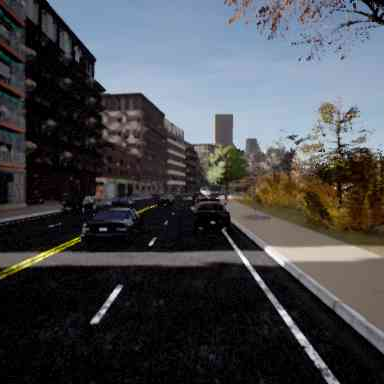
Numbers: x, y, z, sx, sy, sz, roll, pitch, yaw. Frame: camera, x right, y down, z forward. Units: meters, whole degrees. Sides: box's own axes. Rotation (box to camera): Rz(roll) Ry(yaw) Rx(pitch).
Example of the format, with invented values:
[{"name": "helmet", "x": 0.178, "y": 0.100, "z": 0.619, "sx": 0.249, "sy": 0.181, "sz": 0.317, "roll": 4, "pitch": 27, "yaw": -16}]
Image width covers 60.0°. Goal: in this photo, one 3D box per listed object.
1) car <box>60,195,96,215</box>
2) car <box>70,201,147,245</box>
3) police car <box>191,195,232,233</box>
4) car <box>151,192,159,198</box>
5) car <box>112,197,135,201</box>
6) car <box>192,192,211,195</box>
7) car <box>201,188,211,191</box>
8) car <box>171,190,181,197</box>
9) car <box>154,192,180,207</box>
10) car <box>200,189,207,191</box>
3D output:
[{"name": "car", "x": -9.773, "y": 1.095, "z": 28.812, "sx": 1.837, "sy": 1.490, "sz": 4.892, "roll": 0, "pitch": 1, "yaw": 1}, {"name": "car", "x": -3.152, "y": 1.342, "z": 14.304, "sx": 2.033, "sy": 1.411, "sz": 5.357, "roll": 0, "pitch": 1, "yaw": 0}, {"name": "police car", "x": 0.975, "y": 1.168, "z": 17.983, "sx": 1.930, "sy": 1.638, "sz": 5.238, "roll": 0, "pitch": 1, "yaw": 0}, {"name": "car", "x": -7.231, "y": 0.659, "z": 70.251, "sx": 1.895, "sy": 1.301, "sz": 4.718, "roll": 0, "pitch": 1, "yaw": 6}, {"name": "car", "x": -6.478, "y": 1.120, "z": 31.345, "sx": 1.994, "sy": 1.385, "sz": 4.181, "roll": 0, "pitch": 1, "yaw": 1}, {"name": "car", "x": 0.995, "y": 1.057, "z": 28.007, "sx": 1.801, "sy": 1.575, "sz": 5.366, "roll": 0, "pitch": 1, "yaw": 1}, {"name": "car", "x": 2.923, "y": 0.067, "z": 73.545, "sx": 2.150, "sy": 2.045, "sz": 5.566, "roll": 0, "pitch": 1, "yaw": 7}, {"name": "car", "x": -3.705, "y": 0.372, "z": 72.564, "sx": 2.097, "sy": 1.767, "sz": 4.553, "roll": 0, "pitch": 1, "yaw": 6}, {"name": "car", "x": -2.871, "y": 1.047, "z": 39.325, "sx": 1.895, "sy": 1.301, "sz": 4.718, "roll": 0, "pitch": 1, "yaw": 2}, {"name": "car", "x": 1.049, "y": 0.769, "z": 53.442, "sx": 1.837, "sy": 1.490, "sz": 4.892, "roll": 0, "pitch": 1, "yaw": 5}]
